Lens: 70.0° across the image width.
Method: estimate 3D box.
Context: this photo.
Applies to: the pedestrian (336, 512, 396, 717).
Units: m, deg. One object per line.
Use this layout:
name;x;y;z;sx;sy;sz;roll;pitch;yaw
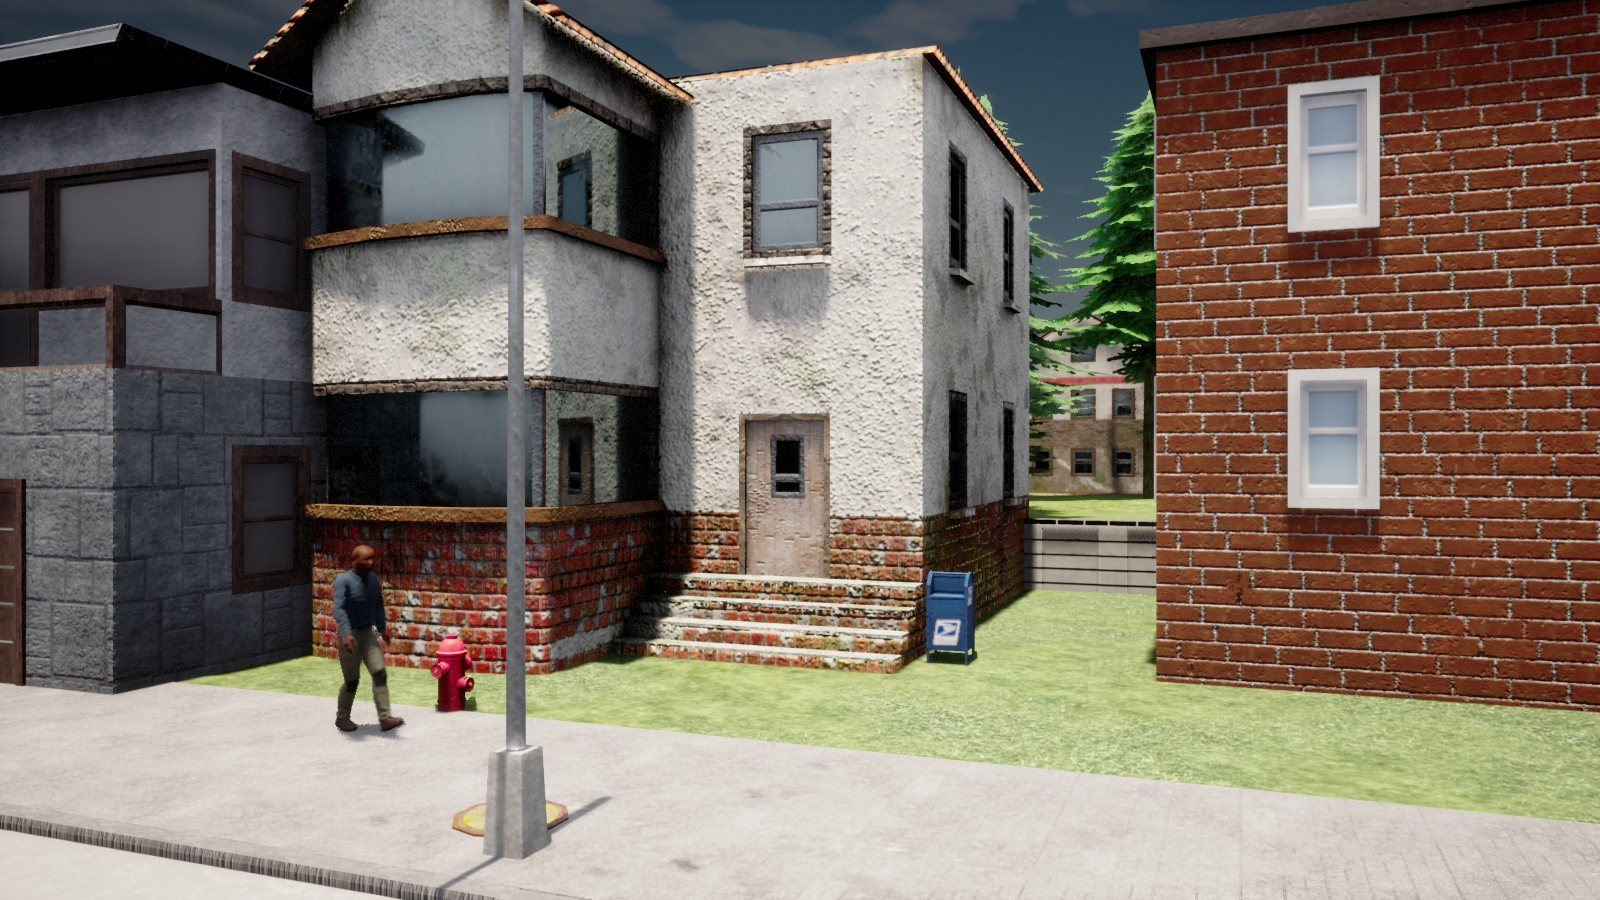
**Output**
pedestrian;-4.087;1.524;10.758;0.375;1.860;0.375;0;0;33
